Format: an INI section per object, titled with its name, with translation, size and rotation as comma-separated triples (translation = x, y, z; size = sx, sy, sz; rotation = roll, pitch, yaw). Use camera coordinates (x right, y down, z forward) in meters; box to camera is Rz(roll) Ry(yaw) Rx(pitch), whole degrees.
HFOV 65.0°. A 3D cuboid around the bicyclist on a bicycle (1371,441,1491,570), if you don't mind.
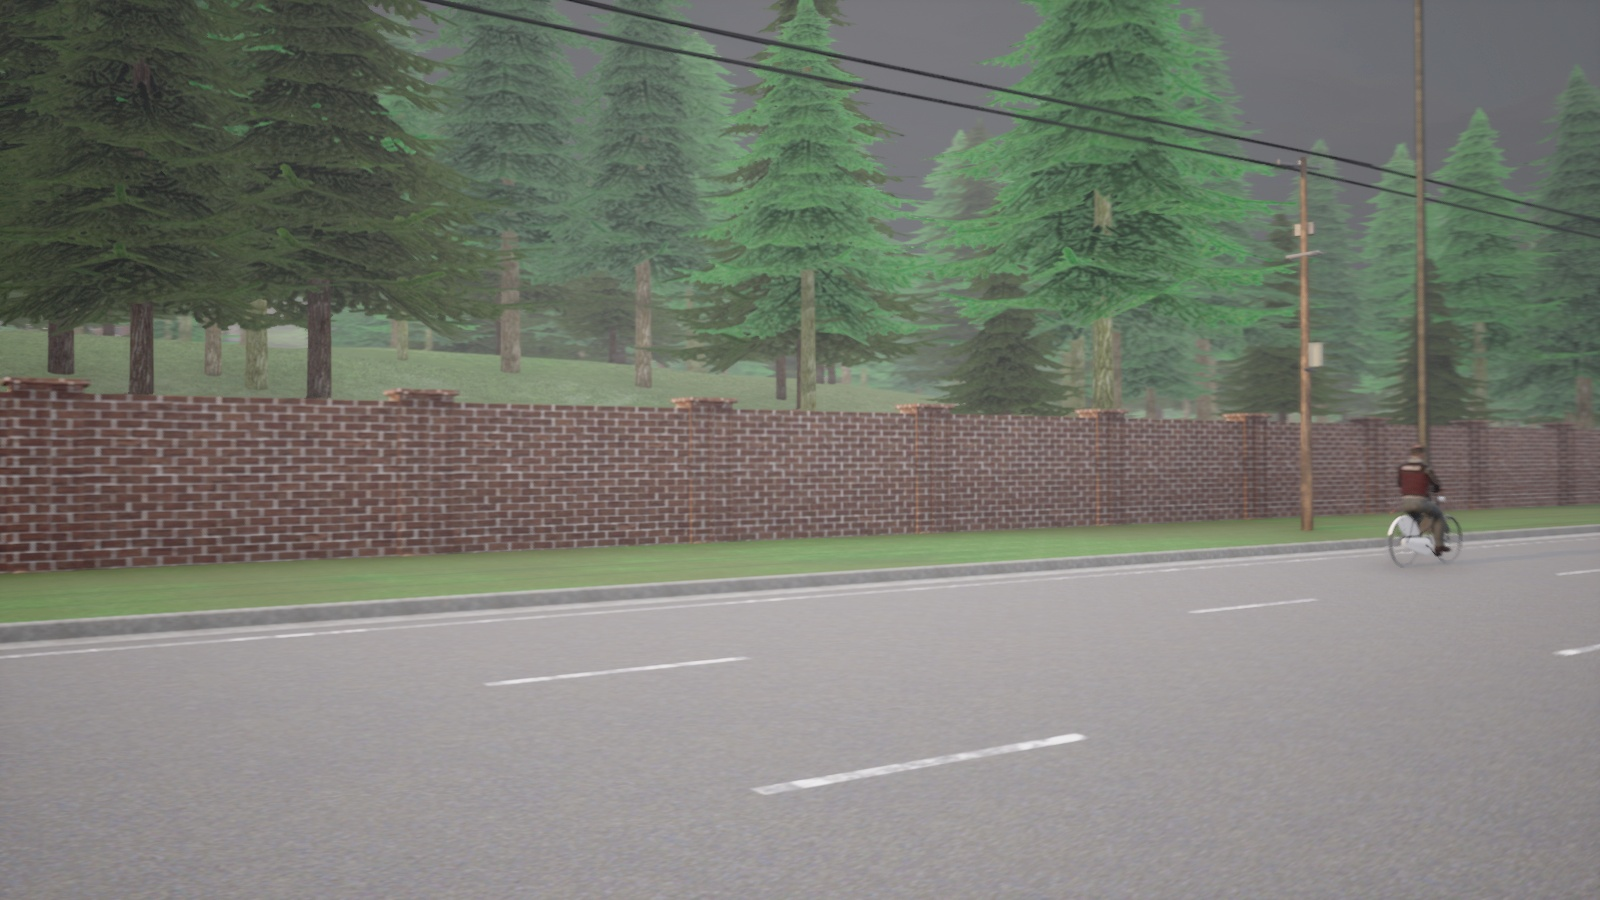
[bicyclist on a bicycle]
translation = 9.054, 0.761, 18.004
size = 1.843, 1.776, 0.659
rotation = 0, -1, -33
